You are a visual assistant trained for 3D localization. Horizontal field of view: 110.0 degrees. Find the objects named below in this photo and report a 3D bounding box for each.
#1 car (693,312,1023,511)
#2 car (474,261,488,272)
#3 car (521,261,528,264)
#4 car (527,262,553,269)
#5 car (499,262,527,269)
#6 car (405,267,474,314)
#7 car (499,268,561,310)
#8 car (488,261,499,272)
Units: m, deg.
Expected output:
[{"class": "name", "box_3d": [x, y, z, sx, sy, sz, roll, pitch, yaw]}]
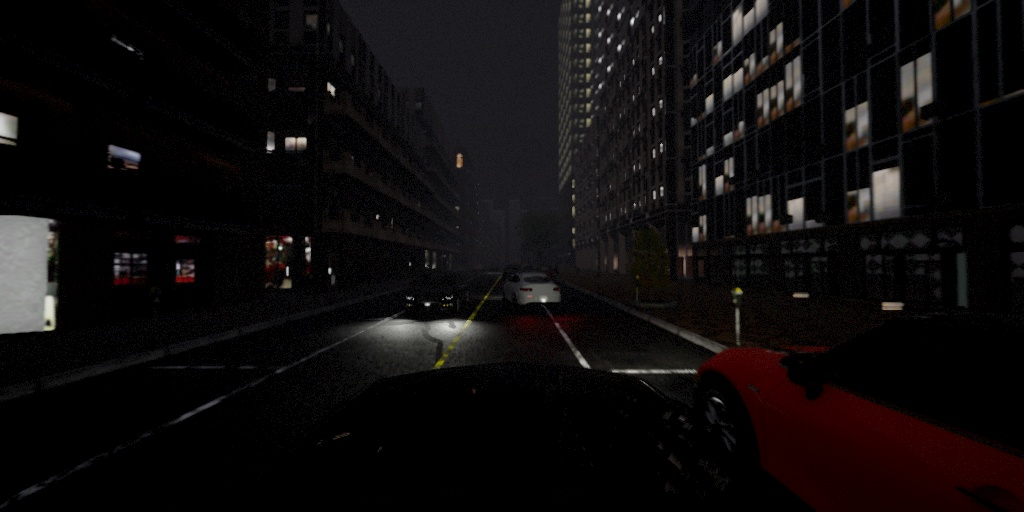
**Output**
[{"class": "car", "box_3d": [2.988, 1.106, 2.016, 2.097, 1.767, 4.553, 0, -1, 0]}, {"class": "car", "box_3d": [-5.285, 1.853, 57.854, 1.751, 1.417, 4.829, 0, 0, 0]}, {"class": "car", "box_3d": [2.563, 1.877, 57.931, 2.007, 1.370, 4.403, 0, 0, 0]}, {"class": "car", "box_3d": [2.564, 1.473, 29.671, 1.967, 1.591, 4.097, 0, 0, 0]}, {"class": "car", "box_3d": [0.090, 1.576, 34.677, 2.128, 1.511, 4.902, 0, -1, 0]}, {"class": "car", "box_3d": [-2.852, 1.383, 14.517, 1.837, 1.490, 4.892, 0, 0, 0]}, {"class": "car", "box_3d": [0.769, 1.415, 15.527, 1.812, 1.442, 4.674, 0, 0, -10]}, {"class": "car", "box_3d": [-2.754, 1.944, 58.346, 2.033, 1.411, 5.357, 0, -1, 0]}]
